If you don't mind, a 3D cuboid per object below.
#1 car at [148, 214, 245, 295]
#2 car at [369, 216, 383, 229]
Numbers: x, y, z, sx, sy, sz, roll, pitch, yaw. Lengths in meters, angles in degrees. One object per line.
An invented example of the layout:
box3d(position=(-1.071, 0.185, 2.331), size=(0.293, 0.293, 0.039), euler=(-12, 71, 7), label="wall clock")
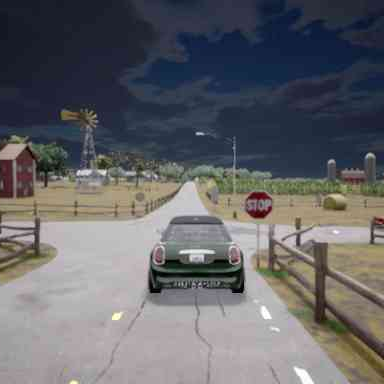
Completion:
box3d(position=(0.100, 1.395, 9.016), size=(2.097, 1.767, 4.553), euler=(0, 0, 0), label="car")
box3d(position=(14.329, 1.918, 21.764), size=(4.718, 1.301, 1.895), euler=(1, 1, 0), label="car")
